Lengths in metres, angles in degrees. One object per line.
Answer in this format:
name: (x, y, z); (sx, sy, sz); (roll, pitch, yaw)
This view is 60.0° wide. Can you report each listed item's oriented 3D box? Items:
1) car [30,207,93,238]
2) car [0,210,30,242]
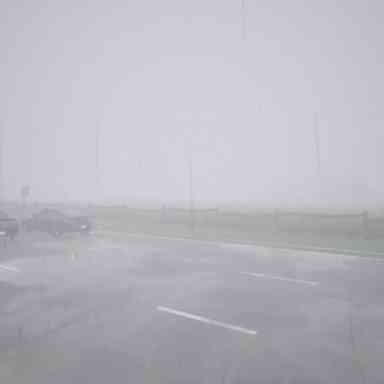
car: (-7.224, 1.541, 17.719); (4.674, 1.442, 1.812); (0, 0, 35)
car: (-9.914, 1.507, 15.357); (4.902, 1.511, 2.128); (0, 0, 35)
